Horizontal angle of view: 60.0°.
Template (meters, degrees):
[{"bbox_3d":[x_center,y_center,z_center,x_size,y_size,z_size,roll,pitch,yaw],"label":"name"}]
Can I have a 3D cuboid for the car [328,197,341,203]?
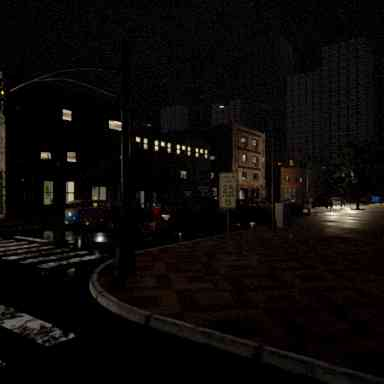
[{"bbox_3d":[34.816,1.915,81.219,2.008,1.369,4.403,-1,-1,35],"label":"car"}]

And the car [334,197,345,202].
[{"bbox_3d":[38.007,1.936,85.728,1.887,1.381,4.507,-1,-1,35],"label":"car"}]

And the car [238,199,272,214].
[{"bbox_3d":[7.181,1.609,37.673,1.882,1.535,5.008,0,0,36],"label":"car"}]

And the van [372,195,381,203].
[{"bbox_3d":[44.848,1.694,80.891,1.690,1.788,3.998,-1,-1,35],"label":"van"}]

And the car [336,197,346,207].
[{"bbox_3d":[25.373,1.829,57.851,1.895,1.301,4.718,0,0,36],"label":"car"}]

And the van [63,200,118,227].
[{"bbox_3d":[-6.675,1.414,22.607,1.690,1.788,3.998,-1,0,35],"label":"van"}]

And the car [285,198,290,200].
[{"bbox_3d":[15.567,1.742,54.027,1.752,1.417,4.829,-1,-1,35],"label":"car"}]

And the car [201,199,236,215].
[{"bbox_3d":[2.900,1.570,36.133,1.967,1.590,4.097,-1,-1,35],"label":"car"}]

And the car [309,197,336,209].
[{"bbox_3d":[19.505,1.537,49.560,2.097,1.767,4.553,0,0,35],"label":"car"}]

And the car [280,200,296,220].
[{"bbox_3d":[6.550,1.616,26.783,1.887,1.381,4.507,-1,-1,35],"label":"car"}]

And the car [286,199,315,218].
[{"bbox_3d":[9.742,1.657,31.292,1.947,1.339,4.313,-1,-1,35],"label":"car"}]

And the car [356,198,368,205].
[{"bbox_3d":[32.083,1.801,62.853,2.008,1.369,4.403,-1,-1,35],"label":"car"}]

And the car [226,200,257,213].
[{"bbox_3d":[6.091,1.701,40.640,2.008,1.369,4.403,-1,-1,35],"label":"car"}]

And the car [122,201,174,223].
[{"bbox_3d":[-3.484,1.531,27.114,1.967,1.590,4.097,-1,-1,35],"label":"car"}]

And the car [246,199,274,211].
[{"bbox_3d":[9.283,1.723,45.149,2.008,1.369,4.403,-1,-1,35],"label":"car"}]

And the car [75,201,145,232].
[{"bbox_3d":[-4.558,1.539,21.112,1.882,1.535,5.008,0,0,35],"label":"car"}]

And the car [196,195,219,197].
[{"bbox_3d":[1.142,1.316,29.161,2.150,2.045,5.566,0,0,35],"label":"car"}]

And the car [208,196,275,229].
[{"bbox_3d":[3.357,1.368,22.276,2.192,1.841,5.009,-1,-1,35],"label":"car"}]

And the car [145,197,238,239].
[{"bbox_3d":[0.166,1.350,17.767,2.192,1.841,5.009,-1,-1,35],"label":"car"}]
